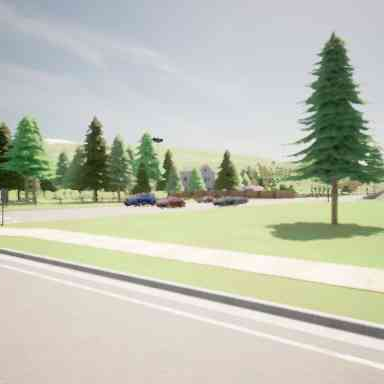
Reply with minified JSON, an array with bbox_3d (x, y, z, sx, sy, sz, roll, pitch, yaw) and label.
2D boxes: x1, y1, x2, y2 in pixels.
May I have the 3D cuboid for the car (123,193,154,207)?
[{"bbox_3d":[-7.836,1.190,50.548,2.150,2.045,5.566,0,0,36],"label":"car"}]

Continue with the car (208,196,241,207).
[{"bbox_3d":[4.988,1.455,50.281,1.882,1.535,5.008,0,0,36],"label":"car"}]

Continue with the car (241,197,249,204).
[{"bbox_3d":[8.519,1.564,60.894,2.033,1.411,5.357,0,0,36],"label":"car"}]

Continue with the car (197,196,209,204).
[{"bbox_3d":[2.870,1.531,65.028,1.812,1.442,4.674,0,0,36],"label":"car"}]

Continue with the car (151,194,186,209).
[{"bbox_3d":[-2.863,1.452,45.502,1.882,1.535,5.008,0,0,36],"label":"car"}]
